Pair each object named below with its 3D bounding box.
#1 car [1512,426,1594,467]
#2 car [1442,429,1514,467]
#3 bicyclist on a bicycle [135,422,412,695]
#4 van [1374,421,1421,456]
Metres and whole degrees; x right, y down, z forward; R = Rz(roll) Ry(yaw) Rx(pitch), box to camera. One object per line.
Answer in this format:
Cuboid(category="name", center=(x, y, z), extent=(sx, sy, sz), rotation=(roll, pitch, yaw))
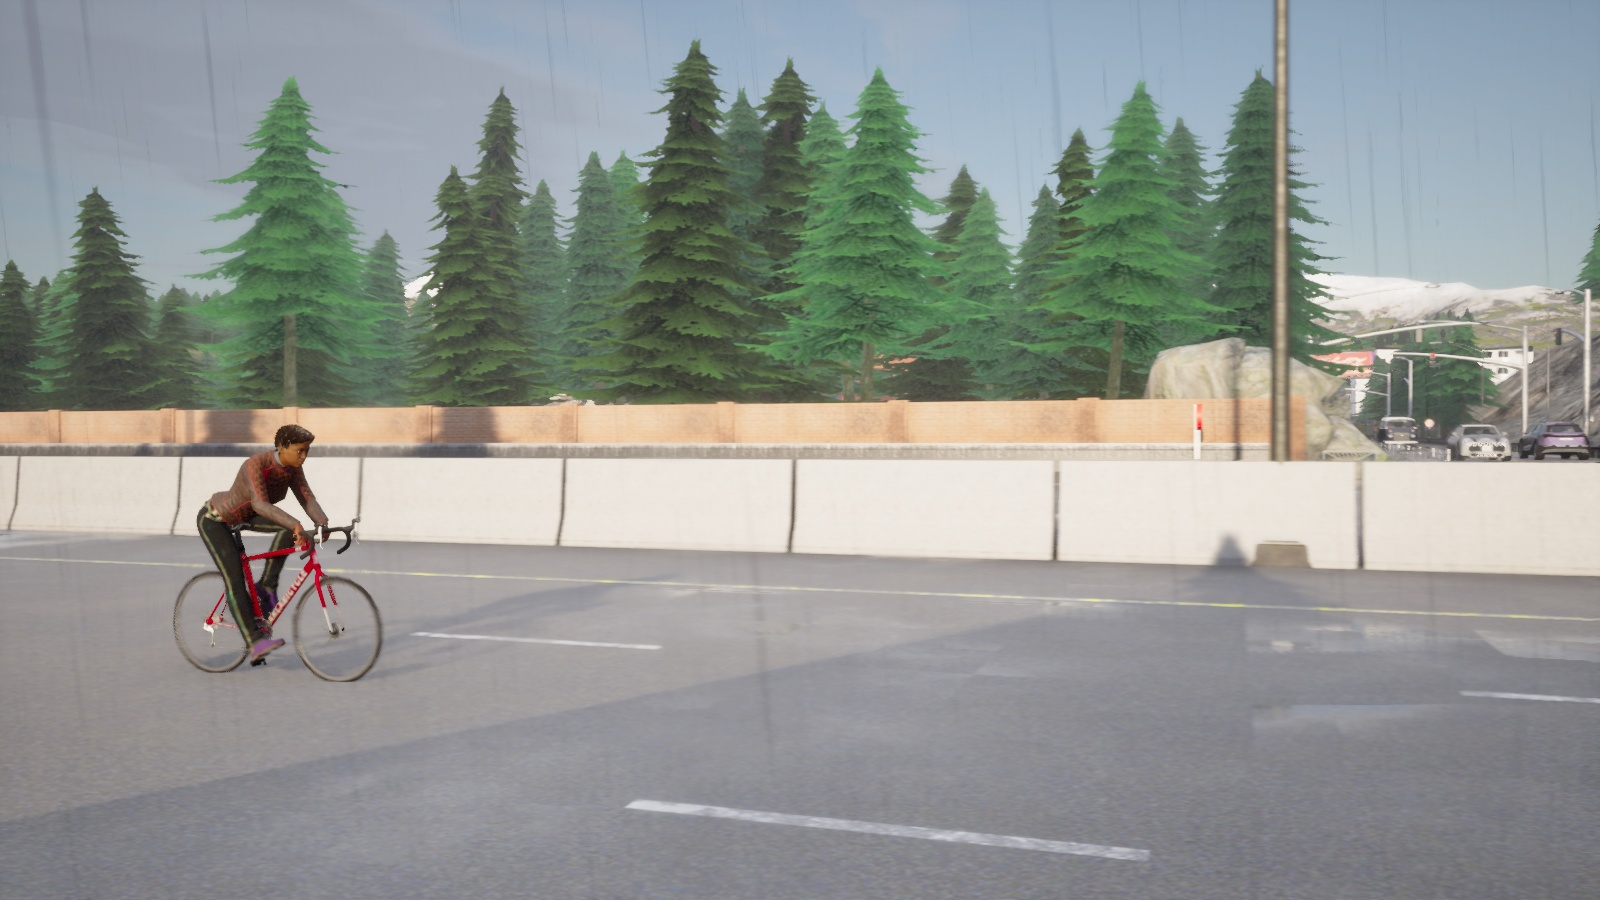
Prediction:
Cuboid(category="car", center=(31.889, -0.173, 53.317), extent=(2.033, 1.649, 4.856), rotation=(1, 1, 19))
Cuboid(category="car", center=(27.197, -0.110, 50.477), extent=(1.970, 1.475, 3.806), rotation=(1, 1, 19))
Cuboid(category="bicyclist on a bicycle", center=(-3.362, 0.638, 8.016), extent=(1.656, 1.620, 0.582), rotation=(1, 1, 19))
Cuboid(category="van", center=(35.996, -0.724, 75.802), extent=(2.069, 2.038, 4.480), rotation=(0, 1, 19))
